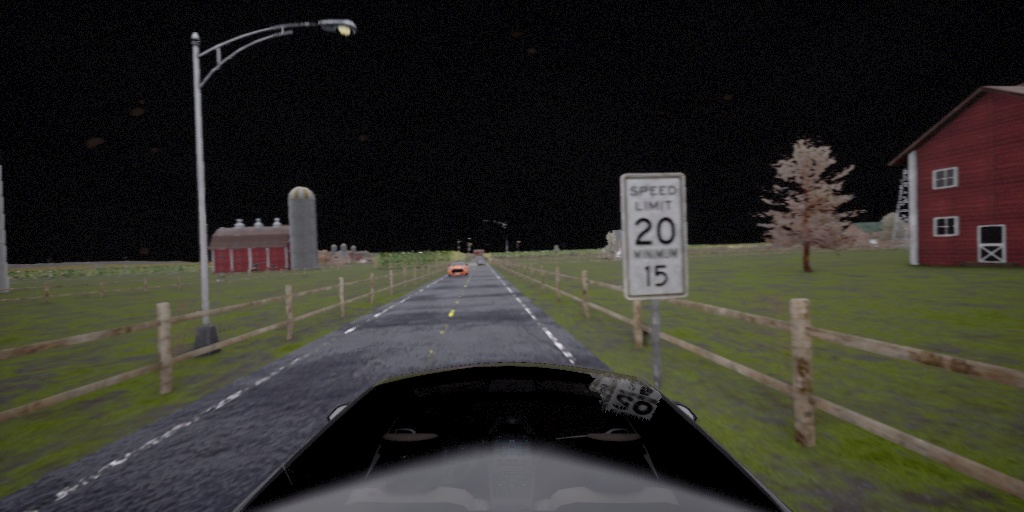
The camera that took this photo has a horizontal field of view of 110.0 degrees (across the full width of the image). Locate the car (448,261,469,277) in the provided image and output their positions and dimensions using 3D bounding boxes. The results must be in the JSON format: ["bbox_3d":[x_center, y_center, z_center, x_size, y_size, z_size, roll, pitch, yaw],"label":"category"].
[{"bbox_3d":[-6.002,1.313,40.385,2.097,1.767,4.553,-2,0,-5],"label":"car"}]
